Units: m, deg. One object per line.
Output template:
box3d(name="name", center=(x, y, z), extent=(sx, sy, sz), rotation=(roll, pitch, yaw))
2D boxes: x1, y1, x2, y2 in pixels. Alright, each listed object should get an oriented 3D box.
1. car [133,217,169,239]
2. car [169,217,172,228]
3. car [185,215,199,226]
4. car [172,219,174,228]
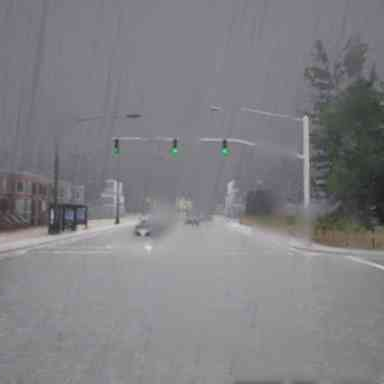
box3d(name="car", center=(-3.557, 3.066, 27.660), extent=(2.128, 1.511, 4.902), rotation=(0, -3, 4))
box3d(name="car", center=(-3.591, 3.672, 37.271), extent=(1.812, 1.442, 4.674), rotation=(0, -3, 0))
box3d(name="car", center=(0.008, 4.355, 51.371), extent=(2.097, 1.767, 4.553), rotation=(0, -3, 0))
box3d(name="car", center=(-3.527, 4.318, 47.758), extent=(2.033, 1.411, 5.357), rotation=(0, -3, 0))
